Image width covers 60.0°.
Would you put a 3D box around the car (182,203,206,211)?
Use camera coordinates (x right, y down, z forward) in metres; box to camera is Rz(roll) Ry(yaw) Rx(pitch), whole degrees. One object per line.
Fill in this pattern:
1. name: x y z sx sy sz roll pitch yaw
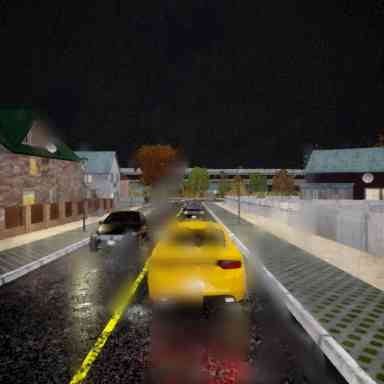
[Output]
1. car: 0.153 1.596 27.407 1.895 1.301 4.718 0 0 0

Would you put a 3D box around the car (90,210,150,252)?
1. car: -2.819 1.520 13.980 1.812 1.442 4.674 0 0 0

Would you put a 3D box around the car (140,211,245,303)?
1. car: 0.099 1.473 8.270 1.882 1.535 5.008 0 0 0
